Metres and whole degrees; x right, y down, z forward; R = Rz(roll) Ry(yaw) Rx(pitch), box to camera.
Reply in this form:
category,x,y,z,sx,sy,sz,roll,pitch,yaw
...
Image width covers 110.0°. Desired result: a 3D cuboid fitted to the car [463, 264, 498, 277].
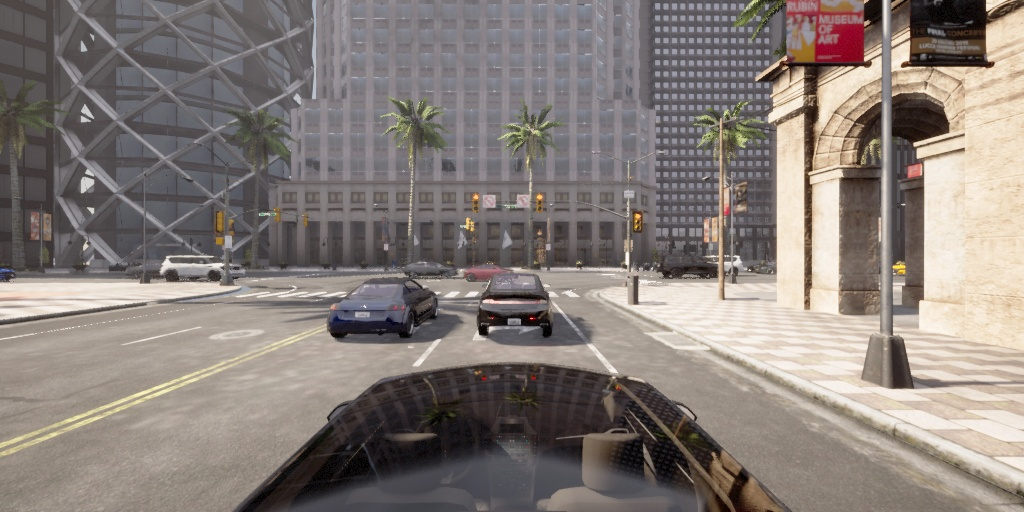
category,x,y,z,sx,sy,sz,roll,pitch,yaw
car,-1.771,1.314,28.659,4.181,1.385,1.994,0,0,0

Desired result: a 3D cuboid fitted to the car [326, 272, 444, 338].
category,x,y,z,sx,sy,sz,roll,pitch,yaw
car,-3.416,1.314,10.222,1.994,1.385,4.181,0,0,0

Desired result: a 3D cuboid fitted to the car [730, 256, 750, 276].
category,x,y,z,sx,sy,sz,roll,pitch,yaw
car,19.989,0.972,35.787,5.566,2.045,2.150,0,0,0

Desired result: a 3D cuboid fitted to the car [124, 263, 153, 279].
category,x,y,z,sx,sy,sz,roll,pitch,yaw
car,-30.998,1.297,31.971,5.357,1.411,2.033,0,0,-4

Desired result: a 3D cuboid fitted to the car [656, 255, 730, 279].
category,x,y,z,sx,sy,sz,roll,pitch,yaw
car,15.827,0.971,32.102,5.566,2.045,2.150,0,0,0

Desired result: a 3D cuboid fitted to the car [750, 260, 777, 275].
category,x,y,z,sx,sy,sz,roll,pitch,yaw
car,28.832,1.314,39.249,4.181,1.385,1.994,0,0,0

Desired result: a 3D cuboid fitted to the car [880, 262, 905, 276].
category,x,y,z,sx,sy,sz,roll,pitch,yaw
car,40.424,1.227,35.697,5.008,1.535,1.882,0,0,0

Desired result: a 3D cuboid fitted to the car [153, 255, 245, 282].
category,x,y,z,sx,sy,sz,roll,pitch,yaw
car,-24.610,0.971,28.594,5.566,2.045,2.150,0,0,0

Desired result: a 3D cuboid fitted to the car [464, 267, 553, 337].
category,x,y,z,sx,sy,sz,roll,pitch,yaw
car,0.121,1.242,10.352,2.128,1.511,4.902,0,0,2

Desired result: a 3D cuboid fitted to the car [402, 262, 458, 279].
category,x,y,z,sx,sy,sz,roll,pitch,yaw
car,-7.325,1.241,32.173,4.902,1.511,2.128,0,0,0

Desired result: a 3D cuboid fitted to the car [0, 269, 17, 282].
category,x,y,z,sx,sy,sz,roll,pitch,yaw
car,-40.305,1.227,26.287,5.008,1.535,1.882,0,0,-25
